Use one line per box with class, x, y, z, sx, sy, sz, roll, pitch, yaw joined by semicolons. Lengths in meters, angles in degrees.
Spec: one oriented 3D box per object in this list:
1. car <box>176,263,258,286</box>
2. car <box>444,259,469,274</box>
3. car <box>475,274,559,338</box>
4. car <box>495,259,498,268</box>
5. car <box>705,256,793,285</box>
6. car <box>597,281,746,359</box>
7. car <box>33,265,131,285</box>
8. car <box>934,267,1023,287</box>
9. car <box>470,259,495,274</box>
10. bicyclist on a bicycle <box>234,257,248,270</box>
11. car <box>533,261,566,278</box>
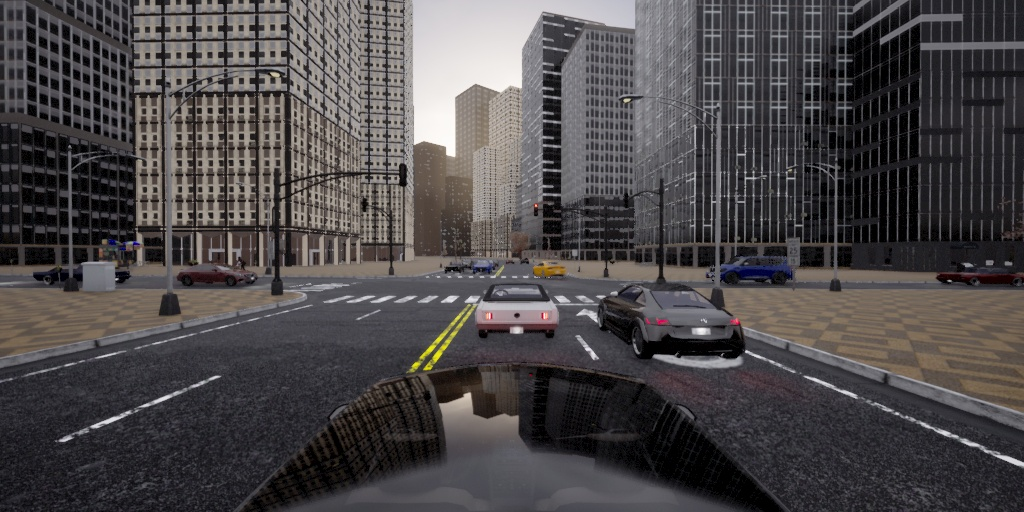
car;-19.457;1.194;23.724;4.674;1.442;1.812;0;0;1
car;-6.550;1.320;41.403;1.895;1.301;4.718;0;0;0
car;0.110;1.348;10.120;1.895;1.301;4.718;0;0;0
car;-3.285;1.229;50.074;1.812;1.442;4.674;0;0;0
car;17.291;1.030;26.247;5.566;2.045;2.150;0;0;2
car;3.363;1.312;8.403;1.994;1.385;4.181;0;0;0
car;-28.566;1.226;23.965;4.718;1.301;1.895;0;0;1
car;33.849;1.488;25.869;4.718;1.301;1.895;0;0;1
car;-3.298;1.197;40.730;1.882;1.535;5.008;0;0;0
bicyclist on a bicycle;-24.667;0.871;32.595;0.582;1.620;1.656;0;1;1
car;3.377;1.208;33.131;1.882;1.535;5.008;-2;0;-13
